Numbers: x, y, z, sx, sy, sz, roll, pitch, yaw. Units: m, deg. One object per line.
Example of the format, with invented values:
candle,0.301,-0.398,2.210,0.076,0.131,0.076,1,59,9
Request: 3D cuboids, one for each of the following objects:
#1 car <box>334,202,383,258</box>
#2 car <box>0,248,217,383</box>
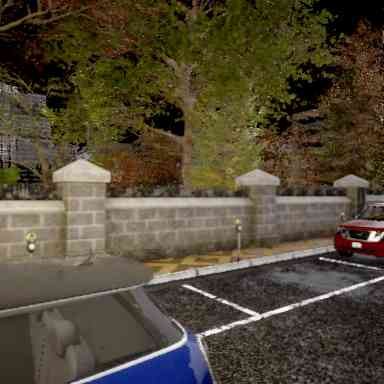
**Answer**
car,7.061,1.291,11.573,5.009,1.841,2.192,0,1,-35
car,-2.005,1.353,1.948,4.553,1.767,2.097,0,0,-35
